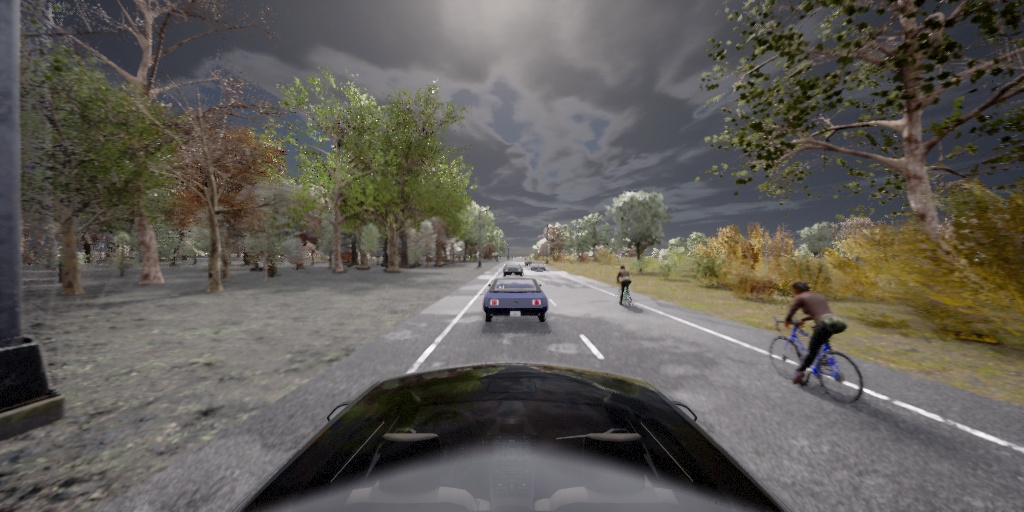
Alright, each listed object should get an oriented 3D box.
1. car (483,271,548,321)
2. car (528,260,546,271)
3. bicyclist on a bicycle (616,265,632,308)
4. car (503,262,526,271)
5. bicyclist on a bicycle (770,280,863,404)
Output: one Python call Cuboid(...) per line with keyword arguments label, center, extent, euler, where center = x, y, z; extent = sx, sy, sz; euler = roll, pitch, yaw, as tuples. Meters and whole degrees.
Cuboid(label="car", center=(0.101, 1.354, 12.416), extent=(1.895, 1.301, 4.718), euler=(0, 0, 0))
Cuboid(label="car", center=(3.604, 1.368, 50.502), extent=(1.895, 1.301, 4.718), euler=(0, 0, 0))
Cuboid(label="bicyclist on a bicycle", center=(4.468, 1.207, 14.331), extent=(0.582, 1.620, 1.656), euler=(0, 0, 0))
Cuboid(label="car", center=(0.102, 1.361, 35.164), extent=(1.895, 1.301, 4.718), euler=(0, 0, 0))
Cuboid(label="bicyclist on a bicycle", center=(4.467, 1.204, 5.384), extent=(0.582, 1.620, 1.656), euler=(0, 0, 0))
